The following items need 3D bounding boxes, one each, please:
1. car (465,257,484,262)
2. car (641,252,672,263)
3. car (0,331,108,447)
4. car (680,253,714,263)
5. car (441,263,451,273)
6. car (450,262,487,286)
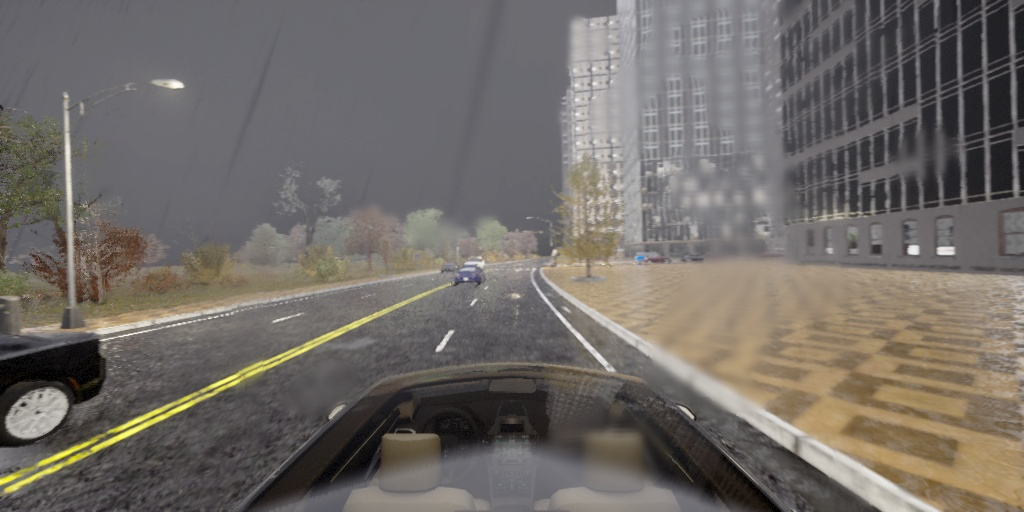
[{"bbox_3d":[-5.168,1.195,49.790,2.150,2.045,5.566,-2,0,5],"label":"car"},{"bbox_3d":[23.658,0.409,58.205,4.097,1.591,1.967,0,0,9],"label":"car"},{"bbox_3d":[-6.381,1.414,2.690,1.882,1.535,5.008,-2,0,-2],"label":"car"},{"bbox_3d":[29.284,0.327,57.389,4.313,1.339,1.948,0,0,9],"label":"car"},{"bbox_3d":[-8.441,1.635,49.591,1.994,1.385,4.181,-2,0,5],"label":"car"},{"bbox_3d":[-3.091,1.408,26.810,1.812,1.442,4.674,-2,0,2],"label":"car"}]
